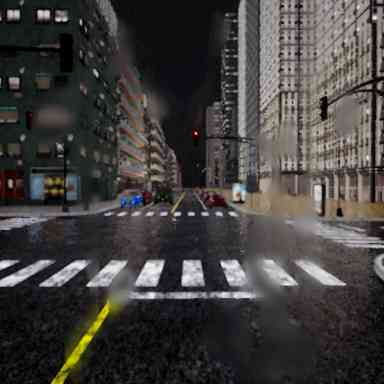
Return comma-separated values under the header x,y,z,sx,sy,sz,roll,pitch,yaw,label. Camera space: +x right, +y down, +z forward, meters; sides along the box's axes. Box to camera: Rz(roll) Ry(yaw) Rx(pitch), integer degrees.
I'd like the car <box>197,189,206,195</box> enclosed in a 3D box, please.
x,y,z,sx,sy,sz,roll,pitch,yaw,label
2.185,-0.034,76.749,1.887,1.381,4.507,0,1,0,car

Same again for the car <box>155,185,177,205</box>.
x,y,z,sx,sy,sz,roll,pitch,yaw,label
-3.265,0.417,39.587,2.150,2.045,5.566,0,1,0,car

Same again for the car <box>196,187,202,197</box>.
x,y,z,sx,sy,sz,roll,pitch,yaw,label
2.296,0.194,60.167,1.967,1.590,4.097,0,1,0,car

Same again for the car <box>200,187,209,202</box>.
x,y,z,sx,sy,sz,roll,pitch,yaw,label
2.407,0.532,43.589,1.967,1.590,4.097,0,1,0,car

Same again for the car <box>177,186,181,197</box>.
x,y,z,sx,sy,sz,roll,pitch,yaw,label
-3.442,-0.284,66.203,2.150,2.045,5.566,0,1,0,car

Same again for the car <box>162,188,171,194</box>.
x,y,z,sx,sy,sz,roll,pitch,yaw,label
-6.232,-0.244,82.218,1.967,1.590,4.097,0,1,0,car

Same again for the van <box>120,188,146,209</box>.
x,y,z,sx,sy,sz,roll,pitch,yaw,label
-5.900,0.665,32.479,1.690,1.788,3.998,0,1,0,van

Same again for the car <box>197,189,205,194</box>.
x,y,z,sx,sy,sz,roll,pitch,yaw,label
2.147,-0.107,82.276,1.802,1.307,4.206,0,1,0,car

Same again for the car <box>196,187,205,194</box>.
x,y,z,sx,sy,sz,roll,pitch,yaw,label
2.112,-0.484,87.797,2.192,1.841,5.009,0,1,0,car

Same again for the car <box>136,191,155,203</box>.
x,y,z,sx,sy,sz,roll,pitch,yaw,label
-5.975,0.641,43.536,1.887,1.381,4.507,0,1,0,car

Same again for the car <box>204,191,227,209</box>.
x,y,z,sx,sy,sz,roll,pitch,yaw,label
2.480,0.901,32.538,1.802,1.307,4.206,0,1,0,car

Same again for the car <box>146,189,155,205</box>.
x,y,z,sx,sy,sz,roll,pitch,yaw,label
-5.936,0.525,38.005,2.192,1.841,5.009,0,1,0,car
